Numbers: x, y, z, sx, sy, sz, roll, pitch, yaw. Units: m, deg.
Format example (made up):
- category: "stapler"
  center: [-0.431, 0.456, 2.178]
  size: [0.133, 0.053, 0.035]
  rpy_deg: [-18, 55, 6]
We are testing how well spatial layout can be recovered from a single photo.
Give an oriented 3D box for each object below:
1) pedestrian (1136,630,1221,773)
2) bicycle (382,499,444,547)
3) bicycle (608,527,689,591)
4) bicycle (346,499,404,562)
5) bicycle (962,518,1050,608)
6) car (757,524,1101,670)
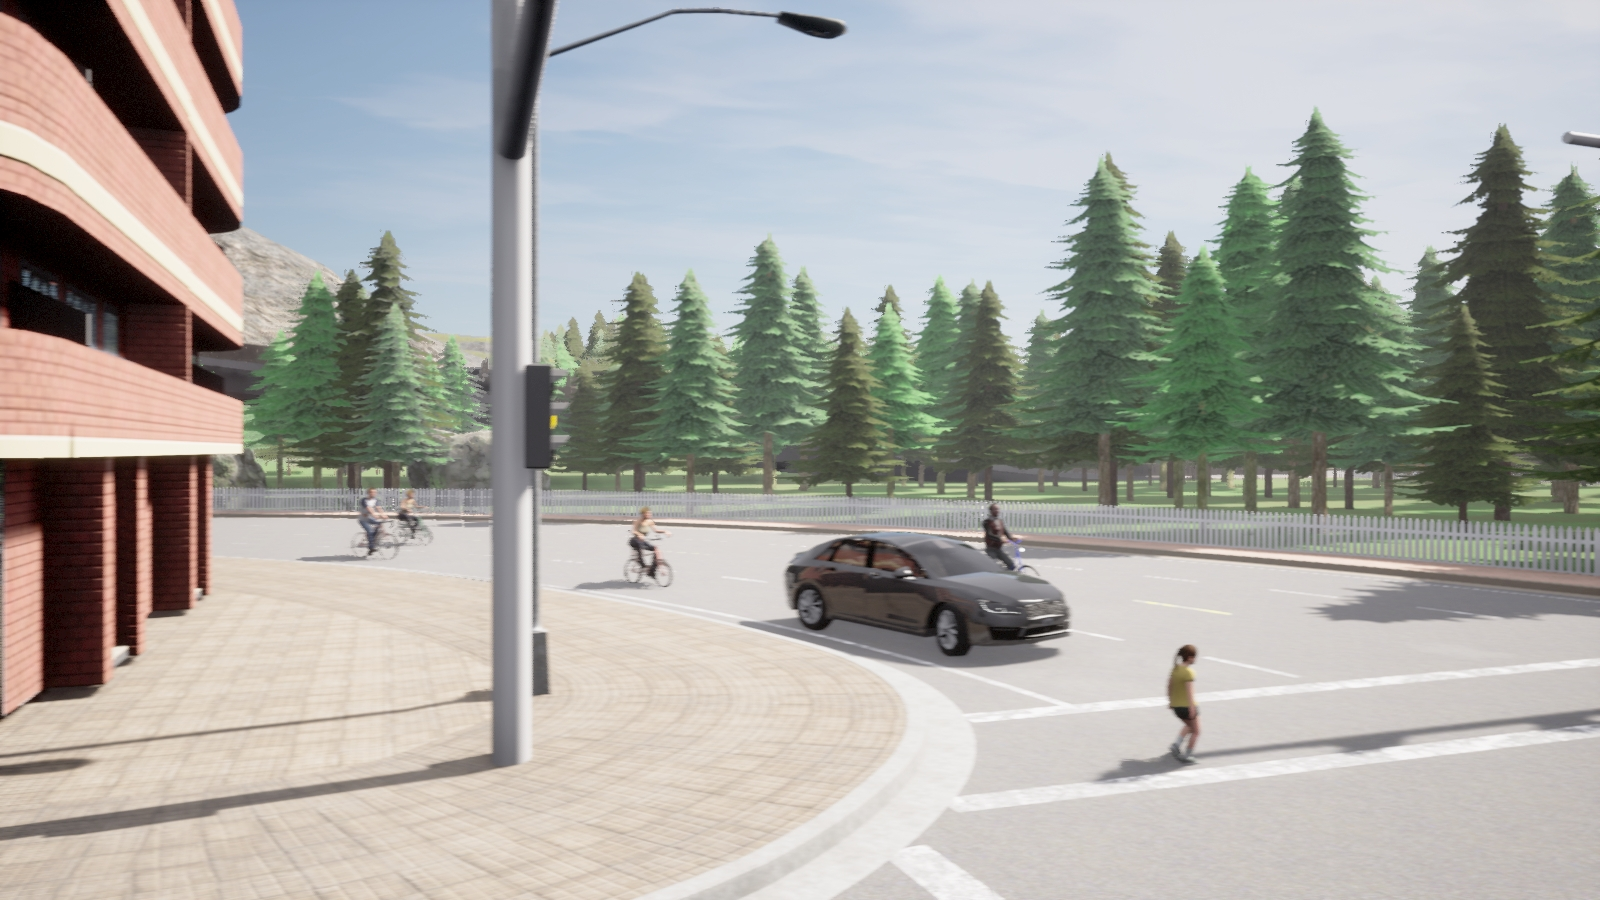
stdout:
- category: "pedestrian"
  center: [3.290, 2.171, 9.955]
  size: [0.500, 1.100, 0.500]
  rpy_deg: [0, 0, -20]
- category: "bicycle"
  center: [-11.160, 2.100, 32.931]
  size: [1.487, 1.276, 0.859]
  rpy_deg: [0, 1, 25]
- category: "bicycle"
  center: [-3.063, 2.175, 23.024]
  size: [1.487, 1.126, 0.859]
  rpy_deg: [0, 0, 43]
- category: "bicycle"
  center: [-10.687, 1.999, 28.701]
  size: [1.643, 1.496, 0.373]
  rpy_deg: [0, 0, 29]
- category: "bicycle"
  center: [3.695, 2.002, 20.612]
  size: [0.329, 1.471, 1.835]
  rpy_deg: [0, 0, -36]
- category: "car"
  center: [1.720, 2.003, 16.877]
  size: [2.231, 1.480, 4.892]
  rpy_deg: [0, 0, -39]
